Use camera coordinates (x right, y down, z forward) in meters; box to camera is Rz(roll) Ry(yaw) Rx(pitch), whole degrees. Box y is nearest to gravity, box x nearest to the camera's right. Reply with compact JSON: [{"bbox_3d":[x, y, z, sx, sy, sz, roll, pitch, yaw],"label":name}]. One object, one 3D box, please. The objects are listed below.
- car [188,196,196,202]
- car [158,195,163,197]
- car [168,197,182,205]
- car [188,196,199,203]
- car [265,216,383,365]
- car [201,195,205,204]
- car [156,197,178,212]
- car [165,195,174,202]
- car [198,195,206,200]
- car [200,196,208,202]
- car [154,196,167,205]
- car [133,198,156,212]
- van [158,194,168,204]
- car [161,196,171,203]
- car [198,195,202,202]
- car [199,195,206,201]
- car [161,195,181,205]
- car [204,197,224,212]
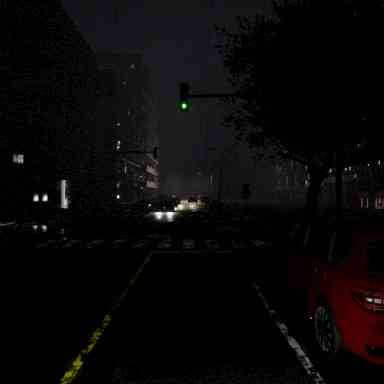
[{"bbox_3d":[0.055,1.657,79.278,1.895,1.301,4.718,0,0,0],"label":"car"},{"bbox_3d":[-5.656,1.573,49.268,2.008,1.369,4.403,0,0,0],"label":"car"},{"bbox_3d":[-3.031,1.583,60.083,2.033,1.411,5.357,0,0,1],"label":"car"},{"bbox_3d":[0.151,1.612,69.376,1.994,1.385,4.181,0,0,0],"label":"car"},{"bbox_3d":[2.697,1.315,5.808,2.192,1.841,5.009,0,0,0],"label":"car"},{"bbox_3d":[2.724,1.548,49.432,1.752,1.417,4.829,0,0,0],"label":"car"},{"bbox_3d":[-3.074,1.577,39.227,1.994,1.385,4.181,0,0,0],"label":"car"},{"bbox_3d":[-5.634,1.507,82.464,1.967,1.590,4.097,0,0,0],"label":"car"},{"bbox_3d":[2.754,1.638,93.523,2.008,1.369,4.403,0,0,0],"label":"car"},{"bbox_3d":[2.743,1.584,77.095,1.752,1.417,4.829,0,0,0],"label":"car"},{"bbox_3d":[-5.648,1.476,60.333,1.967,1.590,4.097,0,0,0],"label":"car"},{"bbox_3d":[-5.663,1.563,38.202,2.008,1.369,4.403,0,0,0],"label":"car"},{"bbox_3d":[-5.645,1.384,65.866,1.690,1.788,3.998,0,0,0],"label":"van"},{"bbox_3d":[-5.641,1.632,71.398,1.802,1.307,4.206,0,0,0],"label":"car"},{"bbox_3d":[2.736,1.625,65.859,1.802,1.307,4.206,0,0,0],"label":"car"},{"bbox_3d":[2.750,1.621,87.990,1.887,1.381,4.507,0,0,0],"label":"car"},{"bbox_3d":[-3.059,1.587,49.173,1.994,1.385,4.181,0,0,1],"label":"car"},{"bbox_3d":[2.717,1.557,38.196,1.887,1.381,4.507,0,0,0],"label":"car"}]
